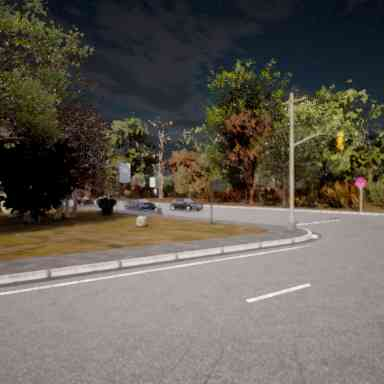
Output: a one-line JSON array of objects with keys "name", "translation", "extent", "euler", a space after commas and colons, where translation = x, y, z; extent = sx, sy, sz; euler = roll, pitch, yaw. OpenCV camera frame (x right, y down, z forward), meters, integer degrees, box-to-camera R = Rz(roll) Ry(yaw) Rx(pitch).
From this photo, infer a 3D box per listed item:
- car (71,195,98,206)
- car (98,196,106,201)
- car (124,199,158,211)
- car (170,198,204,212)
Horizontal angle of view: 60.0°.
[{"name": "car", "translation": [-17.595, 1.486, 54.269], "extent": [1.882, 1.535, 5.008], "euler": [0, 0, -39]}, {"name": "car", "translation": [-14.388, 1.484, 55.847], "extent": [1.812, 1.442, 4.674], "euler": [0, 0, -38]}, {"name": "car", "translation": [-6.243, 1.511, 39.875], "extent": [2.033, 1.411, 5.357], "euler": [0, 0, -39]}, {"name": "car", "translation": [-0.672, 1.460, 38.501], "extent": [1.837, 1.490, 4.892], "euler": [0, 0, -39]}]
